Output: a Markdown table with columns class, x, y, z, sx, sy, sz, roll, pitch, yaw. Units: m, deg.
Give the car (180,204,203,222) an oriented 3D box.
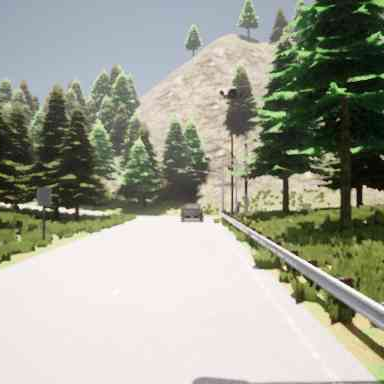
| class | x | y | z | sx | sy | sz | roll | pitch | yaw |
| --- | --- | --- | --- | --- | --- | --- | --- | --- | --- |
| car | -0.034 | 1.769 | 29.296 | 2.128 | 1.511 | 4.902 | 0 | 0 | -1 |
